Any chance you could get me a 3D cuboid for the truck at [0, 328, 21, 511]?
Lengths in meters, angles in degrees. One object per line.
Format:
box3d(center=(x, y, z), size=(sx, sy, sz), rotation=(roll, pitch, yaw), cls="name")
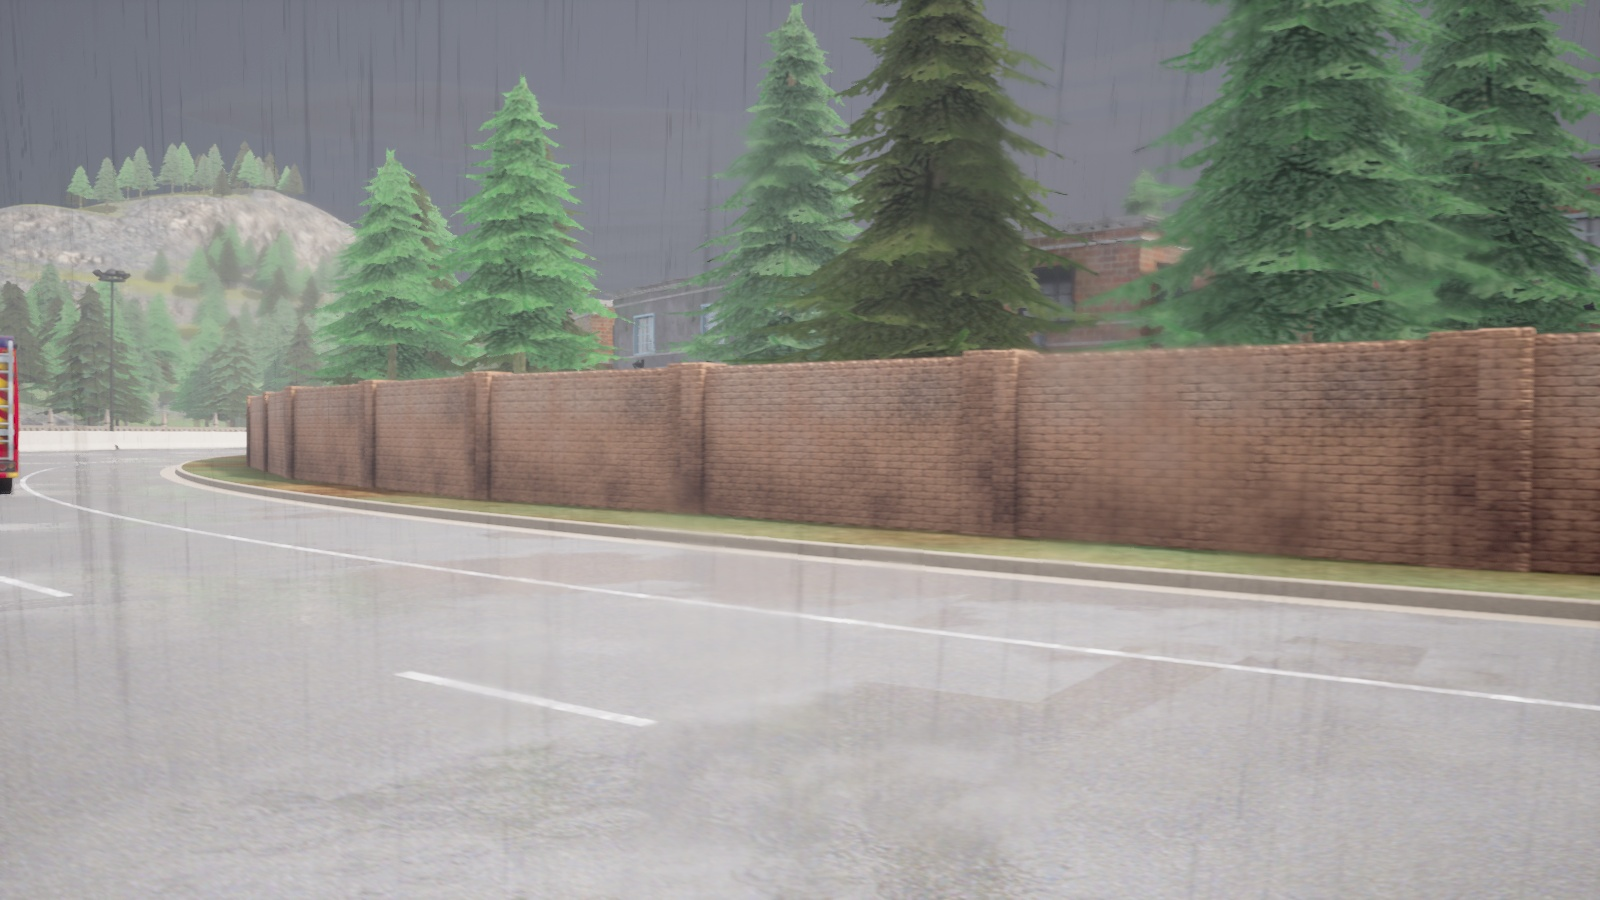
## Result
box3d(center=(-20.088, -0.642, 29.181), size=(2.891, 3.827, 8.468), rotation=(-1, 1, -35), cls="truck")
